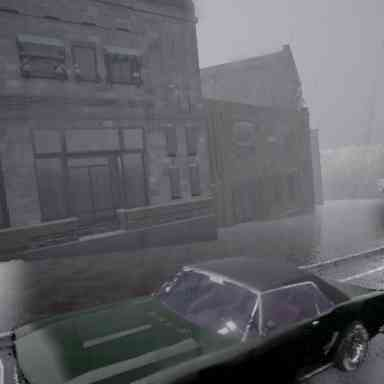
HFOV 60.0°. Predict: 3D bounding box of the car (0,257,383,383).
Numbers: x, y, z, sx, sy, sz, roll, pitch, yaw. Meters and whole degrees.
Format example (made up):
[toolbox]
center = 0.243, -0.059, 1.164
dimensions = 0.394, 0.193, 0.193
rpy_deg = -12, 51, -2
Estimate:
[car]
center = 0.398, 1.596, 4.029
dimensions = 4.718, 1.301, 1.895
rpy_deg = 0, 0, -36
